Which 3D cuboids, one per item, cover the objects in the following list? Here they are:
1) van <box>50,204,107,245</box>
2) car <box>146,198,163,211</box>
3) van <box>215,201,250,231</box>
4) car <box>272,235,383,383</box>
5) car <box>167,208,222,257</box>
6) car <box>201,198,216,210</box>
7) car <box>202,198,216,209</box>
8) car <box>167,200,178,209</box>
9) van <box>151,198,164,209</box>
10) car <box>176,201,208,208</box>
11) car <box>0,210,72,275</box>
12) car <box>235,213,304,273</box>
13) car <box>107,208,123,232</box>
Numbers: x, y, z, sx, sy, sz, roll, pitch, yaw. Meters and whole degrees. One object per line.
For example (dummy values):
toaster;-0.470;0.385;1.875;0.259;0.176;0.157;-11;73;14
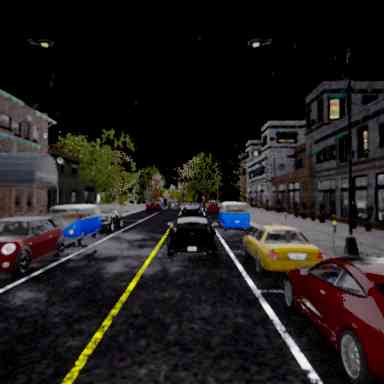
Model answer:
van;-5.672;1.509;16.217;1.690;1.788;3.998;1;-1;0
car;-5.660;1.812;49.475;2.192;1.841;5.009;1;-1;0
van;2.710;1.565;21.771;1.690;1.788;3.998;1;-1;0
car;2.701;1.636;5.139;1.802;1.307;4.206;1;-1;0
car;0.025;1.647;13.508;1.837;1.490;4.892;0;0;0
car;2.735;1.865;55.027;2.192;1.841;5.009;1;-1;0
car;2.716;1.884;43.941;1.967;1.590;4.097;1;-1;0
car;-3.059;2.044;55.246;2.128;1.511;4.902;0;-1;0
van;-5.672;1.891;55.017;1.690;1.788;3.998;1;-1;0
car;0.030;1.785;28.519;2.128;1.511;4.902;0;0;0
car;-5.676;1.552;10.674;1.967;1.590;4.097;1;-1;0
car;2.704;1.638;10.852;1.752;1.417;4.829;1;-1;0
car;-5.674;1.775;21.758;2.008;1.369;4.403;1;-1;0
